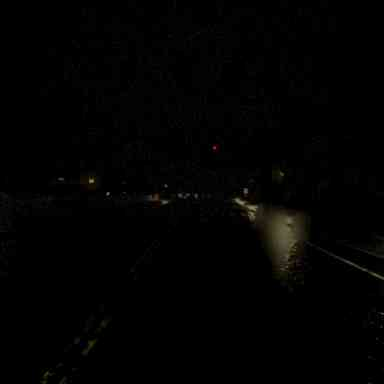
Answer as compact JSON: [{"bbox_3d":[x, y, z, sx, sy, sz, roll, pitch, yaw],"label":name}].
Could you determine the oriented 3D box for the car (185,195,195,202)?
[{"bbox_3d":[-0.339,1.361,72.362,1.837,1.490,4.892,0,0,5],"label":"car"}]
